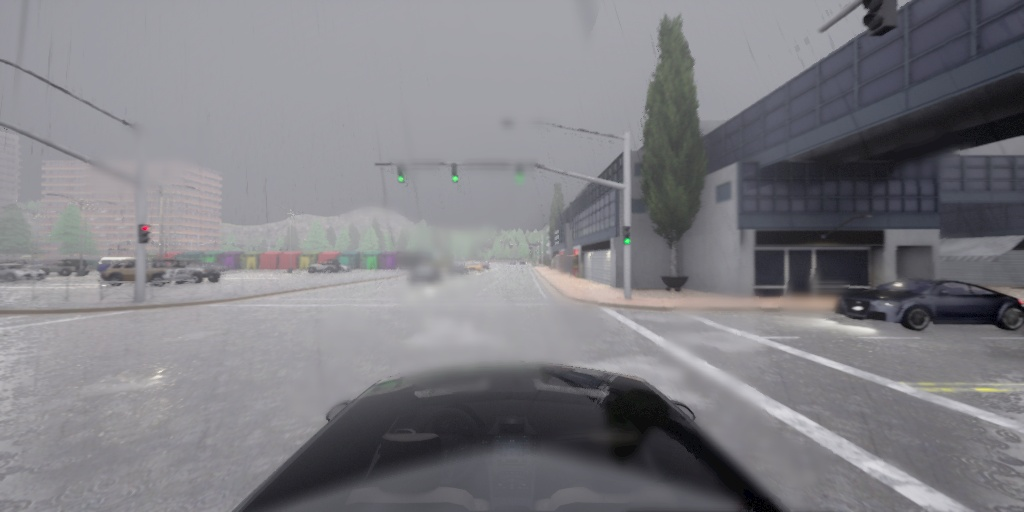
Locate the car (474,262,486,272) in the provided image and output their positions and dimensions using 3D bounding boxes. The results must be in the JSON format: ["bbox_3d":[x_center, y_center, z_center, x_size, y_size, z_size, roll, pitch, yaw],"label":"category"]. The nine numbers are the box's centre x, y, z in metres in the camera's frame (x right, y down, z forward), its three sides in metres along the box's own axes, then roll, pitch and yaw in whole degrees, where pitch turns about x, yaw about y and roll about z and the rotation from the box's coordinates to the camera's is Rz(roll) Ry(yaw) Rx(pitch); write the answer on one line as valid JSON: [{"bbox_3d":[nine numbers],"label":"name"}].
[{"bbox_3d":[-5.738,1.729,56.575,1.882,1.535,5.008,0,-1,2],"label":"car"}]

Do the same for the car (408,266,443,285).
[{"bbox_3d":[-6.798,1.523,28.729,1.812,1.442,4.674,0,-1,2],"label":"car"}]

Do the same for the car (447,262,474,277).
[{"bbox_3d":[-6.237,1.669,42.334,2.033,1.411,5.357,0,-1,2],"label":"car"}]

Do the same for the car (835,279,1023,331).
[{"bbox_3d":[12.467,1.395,10.858,4.181,1.385,1.994,0,-1,1],"label":"car"}]
